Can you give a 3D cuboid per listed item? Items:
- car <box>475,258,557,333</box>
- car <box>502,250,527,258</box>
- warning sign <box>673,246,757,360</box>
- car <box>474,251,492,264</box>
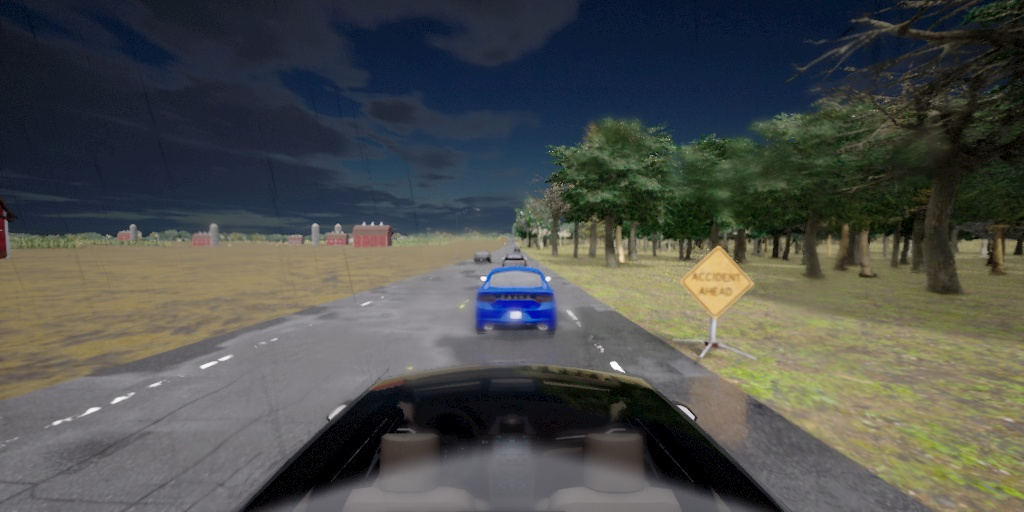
[{"bbox_3d":[0.107,1.010,9.950,1.882,1.535,5.008,0,2,1],"label":"car"},{"bbox_3d":[0.195,0.512,28.590,2.128,1.511,4.902,0,2,0],"label":"car"},{"bbox_3d":[3.570,0.743,6.415,1.300,1.860,1.060,0,0,0],"label":"warning sign"},{"bbox_3d":[-3.423,0.085,42.864,1.882,1.535,5.008,0,2,0],"label":"car"}]
